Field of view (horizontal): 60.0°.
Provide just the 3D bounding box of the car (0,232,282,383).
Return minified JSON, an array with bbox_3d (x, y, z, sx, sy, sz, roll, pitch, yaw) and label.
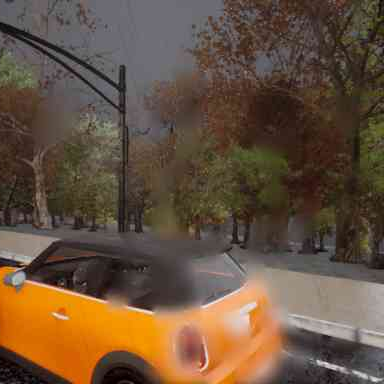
[{"bbox_3d":[-1.223,1.351,4.569,4.553,1.767,2.097,0,0,36],"label":"car"}]
